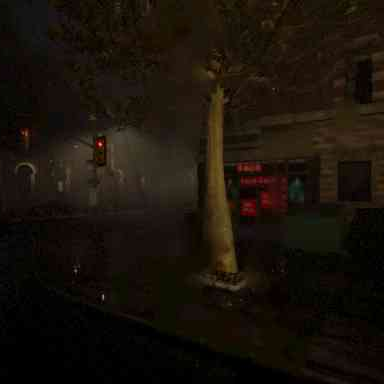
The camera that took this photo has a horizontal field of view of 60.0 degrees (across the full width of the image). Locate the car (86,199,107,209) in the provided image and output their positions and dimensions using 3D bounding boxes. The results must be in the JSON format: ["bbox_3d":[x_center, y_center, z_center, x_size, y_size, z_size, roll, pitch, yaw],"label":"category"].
[{"bbox_3d":[-11.918,1.595,45.144,1.895,1.301,4.718,0,0,36],"label":"car"}]

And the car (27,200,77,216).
[{"bbox_3d":[-13.334,1.526,31.926,1.812,1.442,4.674,0,0,36],"label":"car"}]

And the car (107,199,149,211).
[{"bbox_3d":[-7.440,1.601,40.004,1.895,1.301,4.718,0,0,36],"label":"car"}]

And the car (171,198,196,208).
[{"bbox_3d":[-1.368,1.547,48.282,2.033,1.411,5.357,0,0,36],"label":"car"}]
